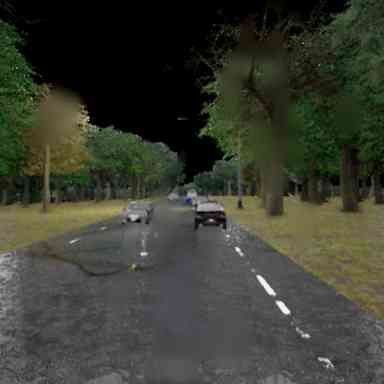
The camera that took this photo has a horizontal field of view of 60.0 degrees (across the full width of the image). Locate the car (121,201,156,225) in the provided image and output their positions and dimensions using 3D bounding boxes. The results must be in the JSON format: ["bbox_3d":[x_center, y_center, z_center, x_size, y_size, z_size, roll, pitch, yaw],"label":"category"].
[{"bbox_3d":[-3.600,1.389,22.934,2.128,1.511,4.902,0,0,0],"label":"car"}]

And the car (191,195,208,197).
[{"bbox_3d":[1.047,1.327,30.683,1.882,1.535,5.008,0,0,0],"label":"car"}]

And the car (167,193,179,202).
[{"bbox_3d":[-3.533,0.919,63.692,2.097,1.767,4.553,0,0,1],"label":"car"}]

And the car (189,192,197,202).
[{"bbox_3d":[1.046,1.158,36.654,2.097,1.767,4.553,0,0,0],"label":"car"}]

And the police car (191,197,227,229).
[{"bbox_3d":[1.048,1.335,20.791,1.930,1.638,5.238,0,0,0],"label":"police car"}]

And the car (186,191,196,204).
[{"bbox_3d":[-0.005,1.126,54.980,1.882,1.535,5.008,0,1,0],"label":"car"}]
